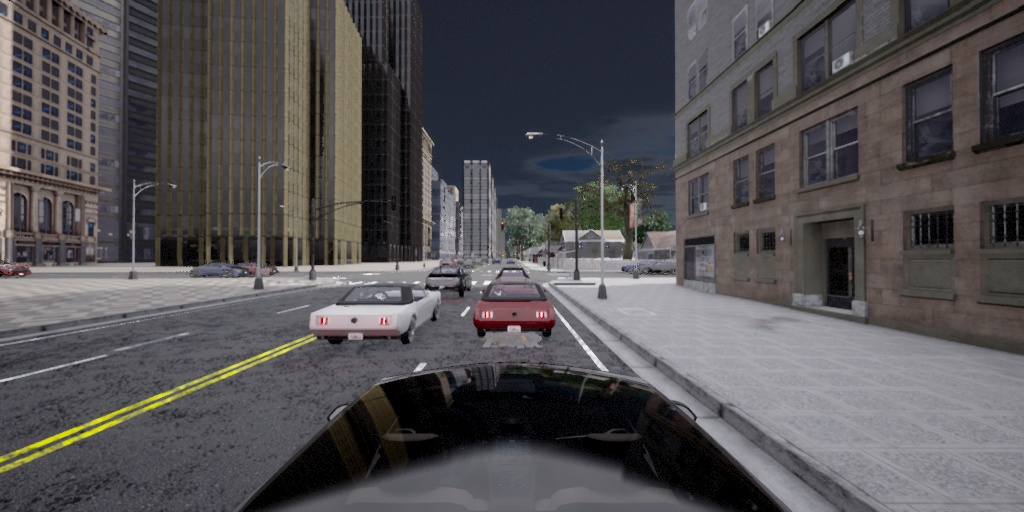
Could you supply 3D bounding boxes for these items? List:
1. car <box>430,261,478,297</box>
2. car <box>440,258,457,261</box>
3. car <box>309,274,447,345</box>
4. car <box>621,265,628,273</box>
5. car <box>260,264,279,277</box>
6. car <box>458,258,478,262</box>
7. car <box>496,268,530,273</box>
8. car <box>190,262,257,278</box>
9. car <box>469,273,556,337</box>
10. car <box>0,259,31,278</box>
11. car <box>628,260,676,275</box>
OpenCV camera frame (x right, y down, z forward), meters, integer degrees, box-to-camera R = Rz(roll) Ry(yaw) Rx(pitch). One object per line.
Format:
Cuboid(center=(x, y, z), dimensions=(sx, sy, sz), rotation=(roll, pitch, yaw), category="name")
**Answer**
Cuboid(center=(-3.209, 1.230, 18.755), dimensions=(2.128, 1.511, 4.902), rotation=(0, 0, 0), category="car")
Cuboid(center=(-10.022, 1.062, 55.739), dimensions=(2.097, 1.767, 4.553), rotation=(0, 0, 0), category="car")
Cuboid(center=(-3.181, 1.346, 9.502), dimensions=(1.895, 1.301, 4.718), rotation=(0, 0, 0), category="car")
Cuboid(center=(15.100, 1.251, 41.274), dimensions=(5.008, 1.535, 1.882), rotation=(0, -1, 0), category="car")
Cuboid(center=(-24.710, 1.278, 34.163), dimensions=(4.181, 1.385, 1.994), rotation=(0, -1, -3), category="car")
Cuboid(center=(-6.772, 1.214, 55.784), dimensions=(1.837, 1.490, 4.892), rotation=(0, 0, 0), category="car")
Cuboid(center=(0.038, 1.302, 18.980), dimensions=(1.994, 1.385, 4.181), rotation=(0, 0, 0), category="car")
Cuboid(center=(-25.018, 1.248, 30.891), dimensions=(4.181, 1.385, 1.994), rotation=(0, -1, -3), category="car")
Cuboid(center=(0.052, 1.344, 10.223), dimensions=(1.895, 1.301, 4.718), rotation=(0, 0, 0), category="car")
Cuboid(center=(-46.733, 1.063, 32.272), dimensions=(4.553, 1.767, 2.097), rotation=(0, -1, -7), category="car")
Cuboid(center=(15.408, 1.235, 38.023), dimensions=(4.902, 1.511, 2.128), rotation=(0, -1, 0), category="car")
